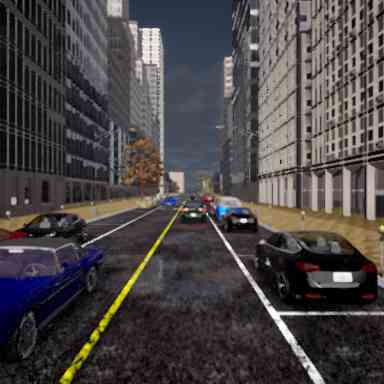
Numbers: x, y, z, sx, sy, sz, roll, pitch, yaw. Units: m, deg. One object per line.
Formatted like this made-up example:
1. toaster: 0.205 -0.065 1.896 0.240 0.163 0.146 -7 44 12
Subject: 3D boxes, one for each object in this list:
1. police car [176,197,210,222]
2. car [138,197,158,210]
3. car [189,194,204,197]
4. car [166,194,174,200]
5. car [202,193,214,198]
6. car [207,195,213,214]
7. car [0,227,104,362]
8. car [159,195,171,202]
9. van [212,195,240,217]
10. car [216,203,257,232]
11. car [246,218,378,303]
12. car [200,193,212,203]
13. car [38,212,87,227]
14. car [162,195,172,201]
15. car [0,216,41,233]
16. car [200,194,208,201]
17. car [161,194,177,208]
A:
1. police car: 0.099 1.446 25.815 2.038 1.542 4.974 0 0 0
2. car: -5.688 1.424 42.016 1.752 1.417 4.829 0 0 0
3. car: 0.099 1.327 42.220 2.033 1.649 4.856 0 0 0
4. car: -5.688 1.329 87.724 1.802 1.307 4.206 0 0 0
5. car: 2.694 1.178 53.559 2.192 1.841 5.009 0 0 0
6. car: 2.693 1.370 30.791 1.967 1.590 4.097 0 0 0
7. car: -3.100 1.589 5.986 1.895 1.301 4.718 0 0 0
8. car: -5.688 1.359 70.649 2.008 1.369 4.403 0 0 0
9. van: 2.693 1.286 25.100 1.690 1.788 3.998 0 0 0
10. car: 2.693 1.524 19.407 1.947 1.339 4.313 0 0 0
11. car: 2.692 1.550 8.022 1.947 1.339 4.313 0 0 0
12. car: 2.694 1.142 64.944 2.192 1.841 5.009 0 0 0
13. car: -5.688 1.538 13.723 1.947 1.339 4.313 0 0 0
14. car: -5.689 1.354 76.341 1.947 1.339 4.313 0 0 0
15. car: -5.688 1.529 8.030 1.887 1.381 4.507 0 0 0
16. car: 2.692 1.313 76.498 1.752 1.417 4.829 0 0 0
17. car: -3.088 1.363 46.494 1.882 1.535 5.008 0 0 0
